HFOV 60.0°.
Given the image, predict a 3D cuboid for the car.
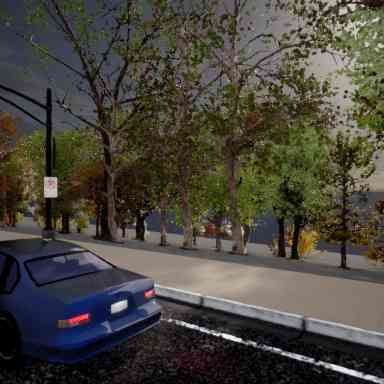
[{"bbox_3d":[-2.995,1.548,5.826,5.357,1.411,2.033,0,0,36],"label":"car"}]
